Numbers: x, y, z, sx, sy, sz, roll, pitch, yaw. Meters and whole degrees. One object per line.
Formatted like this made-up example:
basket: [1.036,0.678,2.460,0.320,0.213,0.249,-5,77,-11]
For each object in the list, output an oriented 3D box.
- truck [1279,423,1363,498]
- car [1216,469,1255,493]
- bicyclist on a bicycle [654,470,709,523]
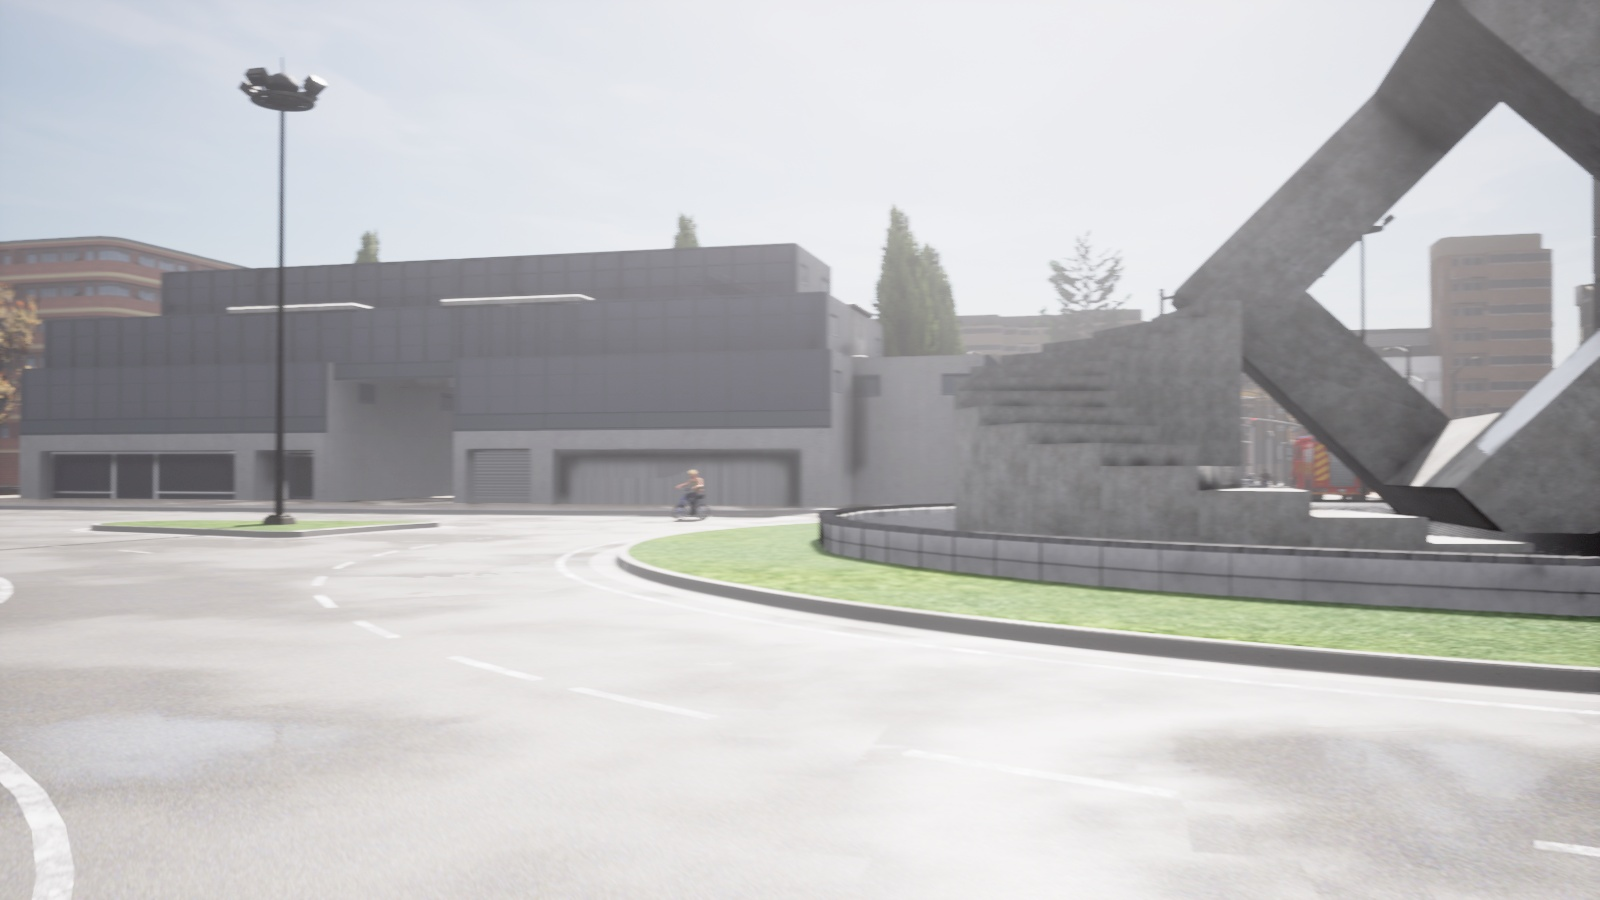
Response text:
truck: [28.125,0.599,68.151,2.891,3.827,8.468,-1,-1,14]
car: [27.373,1.919,79.051,1.970,1.475,3.806,-1,-1,14]
bicyclist on a bicycle: [-3.725,1.446,39.499,0.866,1.612,1.509,0,0,43]
